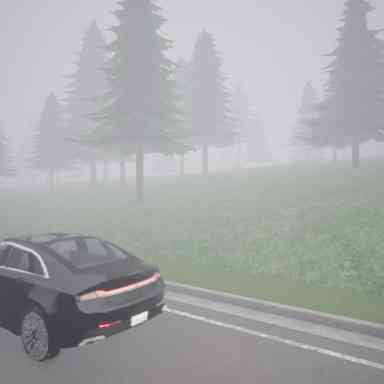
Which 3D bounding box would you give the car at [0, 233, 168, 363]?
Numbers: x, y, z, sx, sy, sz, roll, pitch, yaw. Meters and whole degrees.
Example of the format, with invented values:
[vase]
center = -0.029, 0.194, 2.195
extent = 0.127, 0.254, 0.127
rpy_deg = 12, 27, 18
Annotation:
[car]
center = -2.677, 1.492, 5.904
extent = 4.902, 1.511, 2.128
rpy_deg = 0, 0, 36
